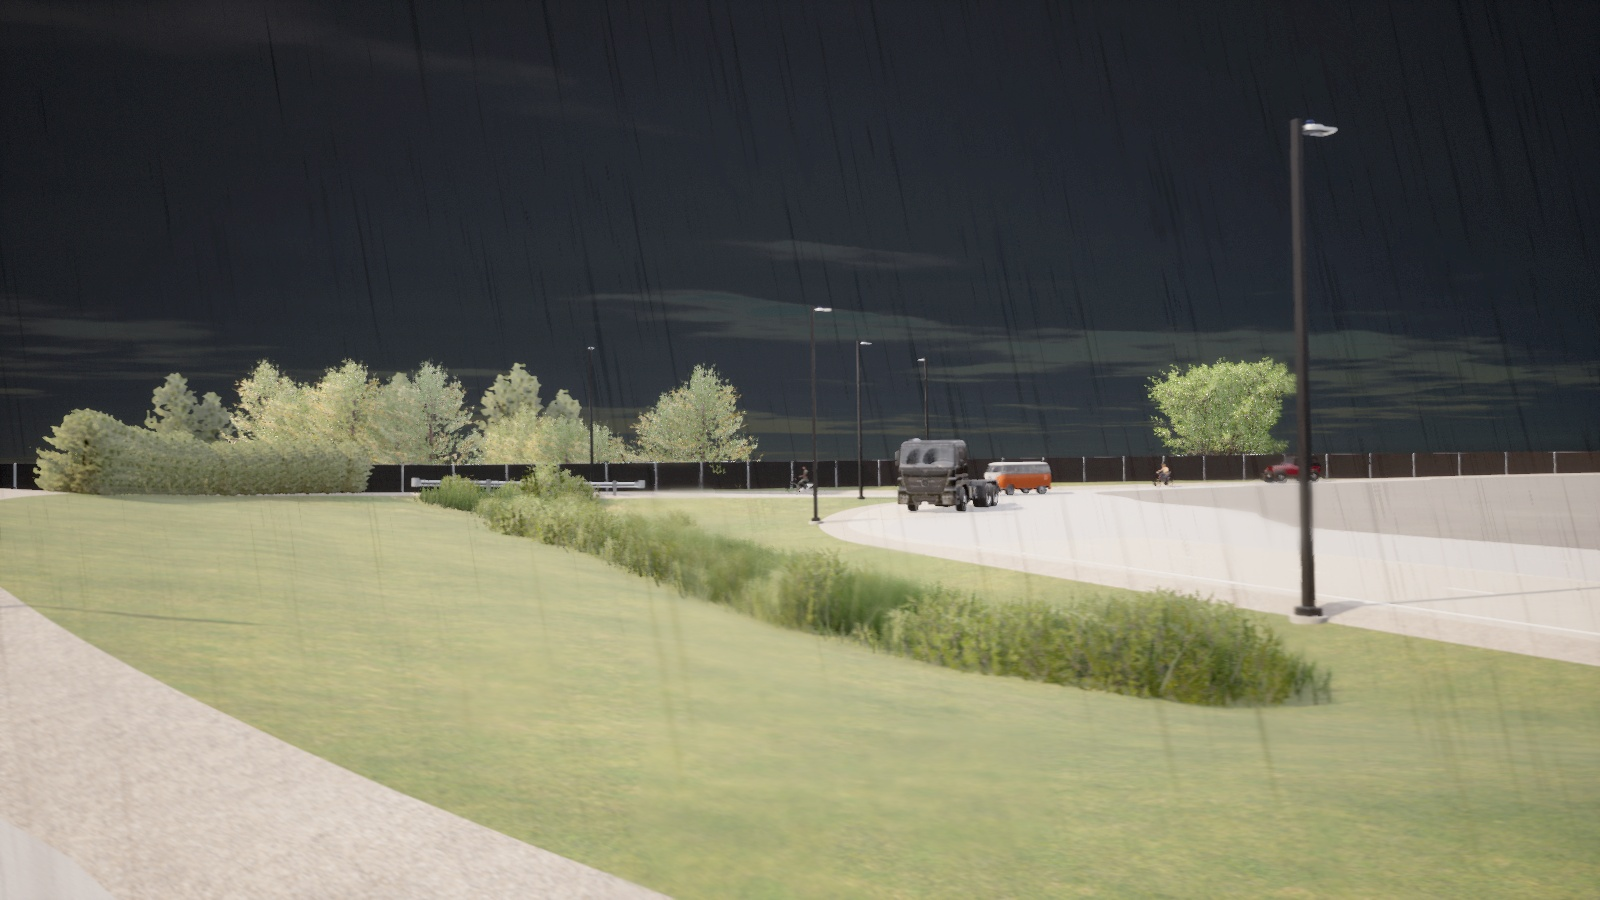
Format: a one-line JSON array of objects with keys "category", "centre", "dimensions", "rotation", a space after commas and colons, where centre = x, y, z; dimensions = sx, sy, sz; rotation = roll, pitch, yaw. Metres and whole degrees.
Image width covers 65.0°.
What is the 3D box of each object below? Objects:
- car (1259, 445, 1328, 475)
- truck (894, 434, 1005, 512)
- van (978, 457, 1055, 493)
[{"category": "car", "centre": [33.811, 0.704, 86.041], "dimensions": [3.866, 1.878, 1.905], "rotation": [-3, -1, -7]}, {"category": "truck", "centre": [7.398, 1.008, 60.985], "dimensions": [2.891, 3.462, 7.936], "rotation": [-2, 0, 25]}, {"category": "van", "centre": [13.048, 1.480, 75.543], "dimensions": [4.442, 1.987, 1.775], "rotation": [-2, 0, -32]}]
